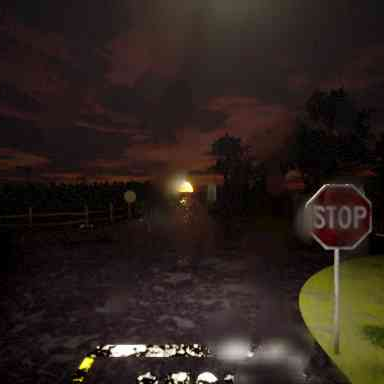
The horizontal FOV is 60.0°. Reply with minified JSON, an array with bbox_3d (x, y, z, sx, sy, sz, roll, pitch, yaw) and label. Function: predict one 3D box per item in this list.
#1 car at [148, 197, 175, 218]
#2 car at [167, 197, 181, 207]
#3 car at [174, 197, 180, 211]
[{"bbox_3d":[-2.869,1.511,30.732,1.837,1.490,4.892,0,0,1],"label":"car"},{"bbox_3d":[-2.824,1.502,52.011,1.882,1.535,5.008,0,0,1],"label":"car"},{"bbox_3d":[-2.842,1.517,41.047,1.837,1.490,4.892,0,0,0],"label":"car"}]
